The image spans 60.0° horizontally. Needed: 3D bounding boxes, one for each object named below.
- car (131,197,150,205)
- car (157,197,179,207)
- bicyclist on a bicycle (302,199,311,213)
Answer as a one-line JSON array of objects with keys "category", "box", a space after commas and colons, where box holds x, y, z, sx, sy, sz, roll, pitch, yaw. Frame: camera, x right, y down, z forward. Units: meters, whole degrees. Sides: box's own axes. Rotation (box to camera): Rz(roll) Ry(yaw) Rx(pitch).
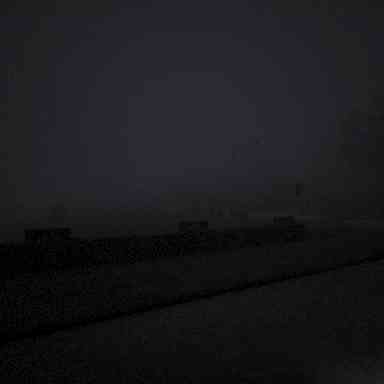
[{"category": "car", "box": [-9.966, 1.758, 64.178, 1.882, 1.535, 5.008, 1, 0, -36]}, {"category": "car", "box": [-4.092, 1.633, 56.027, 2.097, 1.767, 4.553, 1, 0, -35]}, {"category": "bicyclist on a bicycle", "box": [13.400, 1.670, 38.828, 1.656, 1.620, 0.582, 0, 0, -36]}]
